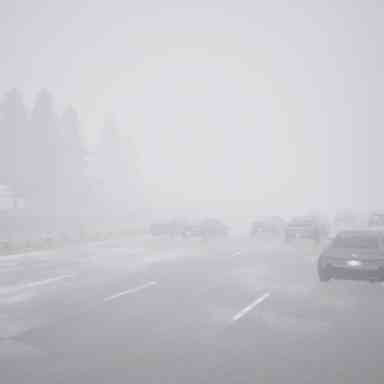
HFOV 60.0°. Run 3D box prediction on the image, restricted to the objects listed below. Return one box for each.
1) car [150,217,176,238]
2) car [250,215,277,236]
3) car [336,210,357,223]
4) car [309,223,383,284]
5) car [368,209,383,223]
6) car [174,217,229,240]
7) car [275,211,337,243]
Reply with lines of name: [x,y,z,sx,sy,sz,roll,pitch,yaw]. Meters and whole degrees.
car: [-1.308,2.704,26.461,1.882,1.535,5.008,-3,-3,31]
car: [5.797,2.432,24.677,1.812,1.442,4.674,-3,-3,31]
car: [15.919,2.544,34.550,2.033,1.411,5.357,-3,-3,31]
car: [5.244,1.860,10.350,1.994,1.385,4.181,-3,-3,31]
car: [15.637,2.183,27.388,2.128,1.511,4.902,-3,-3,31]
car: [0.975,2.544,23.487,1.812,1.442,4.674,-3,-3,31]
car: [6.919,2.147,19.812,2.128,1.511,4.902,-3,-3,31]
